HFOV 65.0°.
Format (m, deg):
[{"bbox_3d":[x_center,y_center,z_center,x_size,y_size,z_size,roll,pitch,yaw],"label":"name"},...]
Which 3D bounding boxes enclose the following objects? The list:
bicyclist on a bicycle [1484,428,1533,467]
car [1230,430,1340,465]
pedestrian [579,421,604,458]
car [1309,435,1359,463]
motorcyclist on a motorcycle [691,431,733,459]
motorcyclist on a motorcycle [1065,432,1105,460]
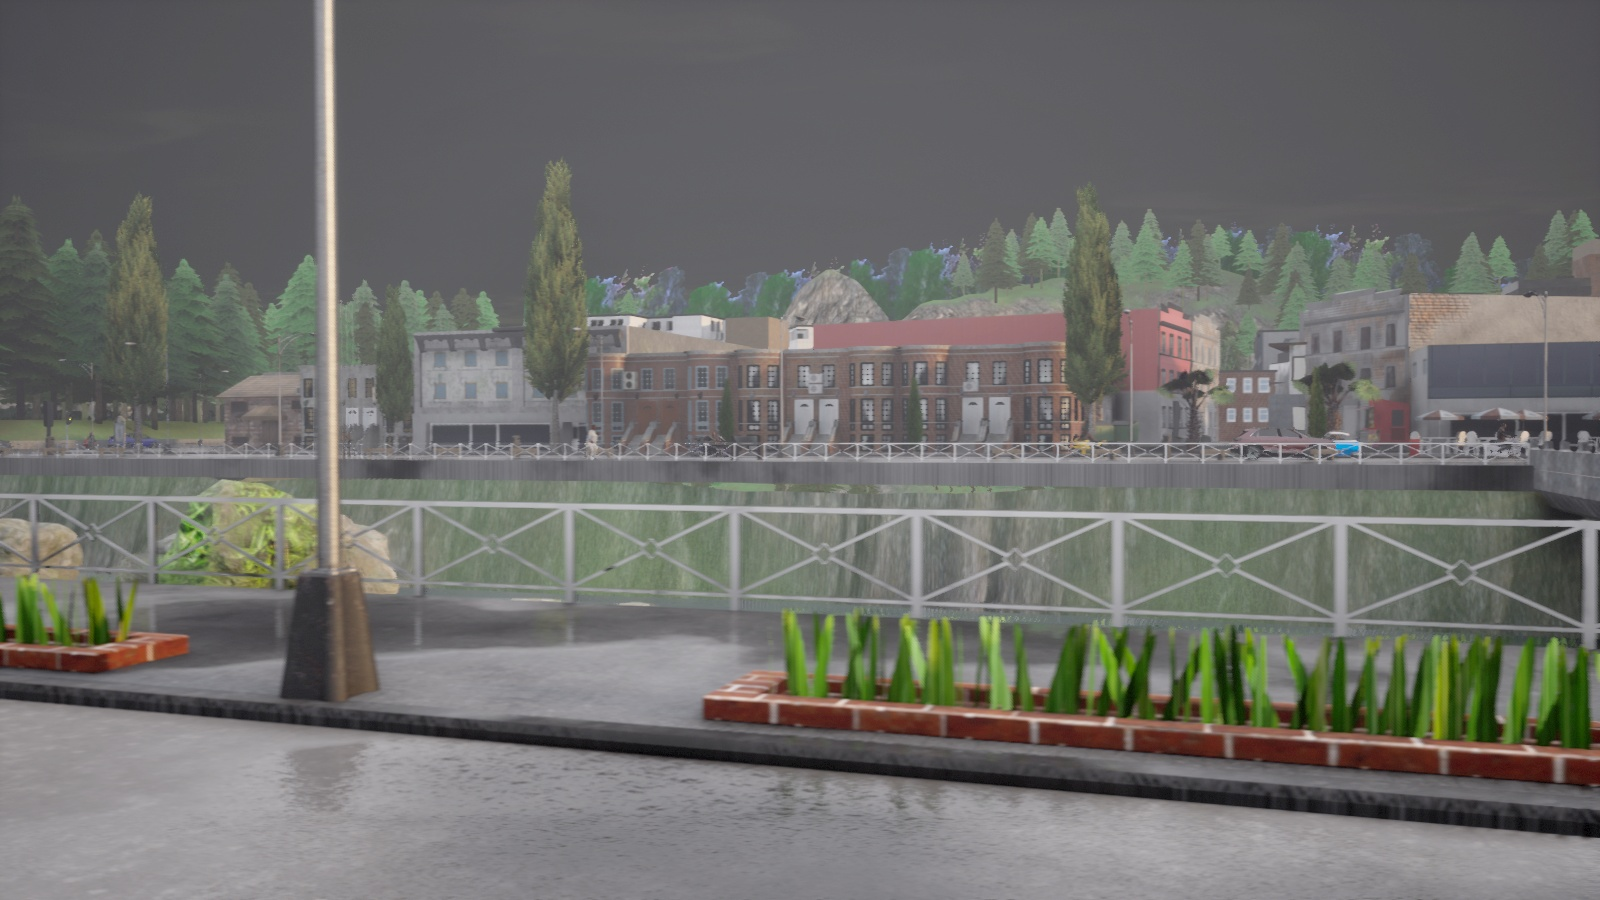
[{"bbox_3d":[32.608,-0.106,57.818,1.843,1.776,0.659,0,1,19],"label":"bicyclist on a bicycle"},{"bbox_3d":[23.454,-0.130,60.896,4.856,1.649,2.033,1,1,19],"label":"car"},{"bbox_3d":[-10.522,-0.519,63.450,0.900,1.855,0.874,1,1,27],"label":"pedestrian"},{"bbox_3d":[27.123,-0.040,63.883,2.207,1.376,1.481,1,1,19],"label":"car"},{"bbox_3d":[-4.927,-0.285,70.437,2.191,1.530,0.866,1,1,19],"label":"motorcyclist on a motorcycle"},{"bbox_3d":[15.403,-0.220,67.821,2.044,1.523,0.797,1,1,19],"label":"motorcyclist on a motorcycle"}]
